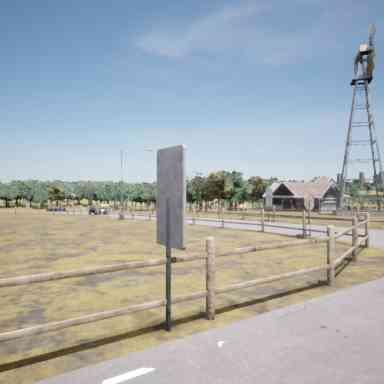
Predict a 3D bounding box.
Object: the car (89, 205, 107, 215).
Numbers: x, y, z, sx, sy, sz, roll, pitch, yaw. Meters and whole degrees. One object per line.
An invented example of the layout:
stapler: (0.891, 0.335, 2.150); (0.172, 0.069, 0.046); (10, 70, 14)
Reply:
car: (-14.936, 2.789, 52.408); (2.128, 1.511, 4.902); (0, -2, -35)

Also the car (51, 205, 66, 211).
car: (-32.812, 4.166, 82.737); (2.097, 1.767, 4.553); (0, -3, -35)
